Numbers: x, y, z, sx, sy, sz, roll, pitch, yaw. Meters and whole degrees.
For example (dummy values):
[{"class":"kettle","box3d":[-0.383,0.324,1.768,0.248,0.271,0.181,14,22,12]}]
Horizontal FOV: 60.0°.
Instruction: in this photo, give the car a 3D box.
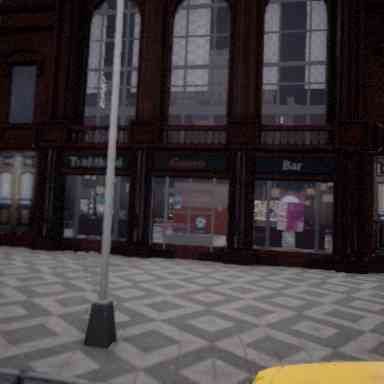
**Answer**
[{"class":"car","box3d":[2.899,1.744,2.149,5.366,1.575,1.801,2,-3,10]}]
